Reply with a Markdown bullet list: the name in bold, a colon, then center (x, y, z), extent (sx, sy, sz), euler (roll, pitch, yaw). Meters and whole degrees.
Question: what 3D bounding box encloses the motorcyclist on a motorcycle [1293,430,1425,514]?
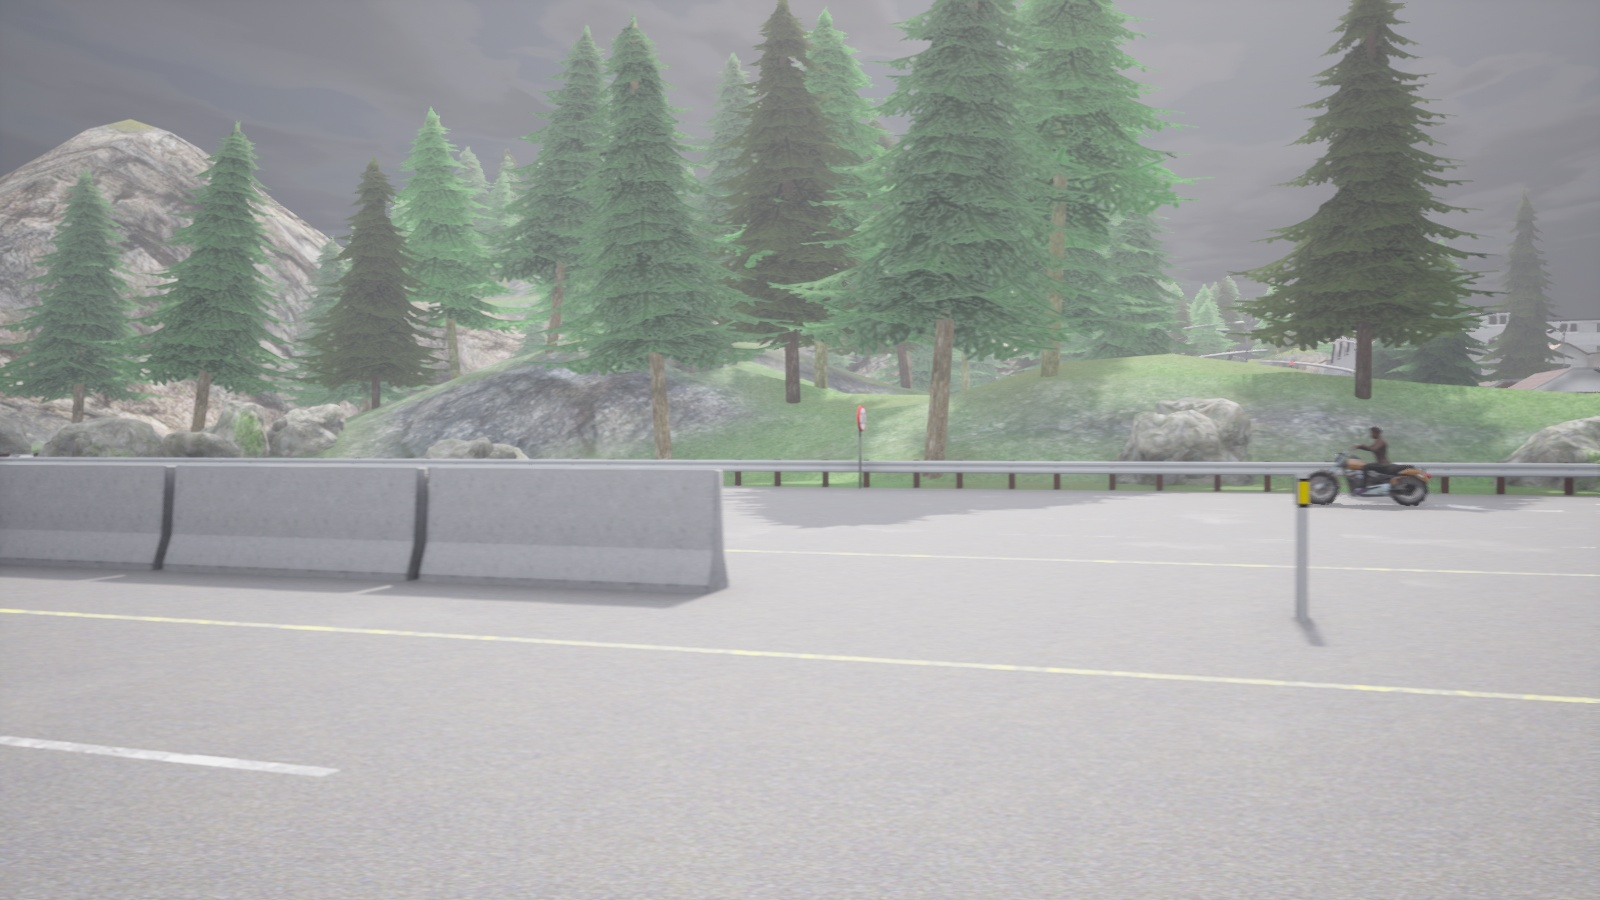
- **motorcyclist on a motorcycle**: center (11.206, 0.415, 25.270), extent (2.350, 1.649, 0.766), euler (0, 1, 19)
